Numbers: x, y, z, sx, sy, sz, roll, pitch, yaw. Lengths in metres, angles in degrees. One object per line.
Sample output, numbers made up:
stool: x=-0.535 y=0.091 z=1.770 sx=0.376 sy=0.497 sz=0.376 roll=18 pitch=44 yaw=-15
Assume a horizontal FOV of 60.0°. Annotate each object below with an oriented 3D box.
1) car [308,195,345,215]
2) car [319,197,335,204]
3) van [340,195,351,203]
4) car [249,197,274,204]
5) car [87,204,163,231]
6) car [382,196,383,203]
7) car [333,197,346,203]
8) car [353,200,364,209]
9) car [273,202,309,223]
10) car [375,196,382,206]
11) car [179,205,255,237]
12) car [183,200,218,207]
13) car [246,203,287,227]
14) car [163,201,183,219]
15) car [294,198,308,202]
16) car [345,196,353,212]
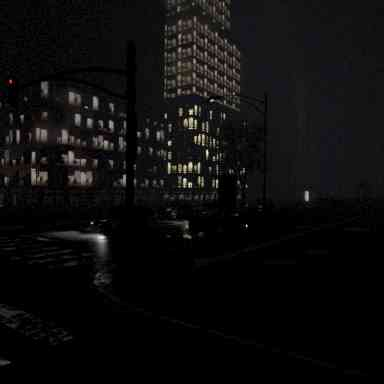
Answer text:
car: x=15.300 y=1.569 z=37.716 sx=2.192 sy=1.841 sz=5.009 roll=1 pitch=0 yaw=36
car: x=28.281 y=1.849 z=69.530 sx=1.947 sy=1.339 sz=4.313 roll=1 pitch=0 yaw=36
van: x=38.180 y=1.706 z=82.923 sx=1.690 sy=1.788 sz=3.998 roll=1 pitch=0 yaw=36
car: x=7.775 y=1.492 z=37.390 sx=2.097 sy=1.767 sz=4.553 roll=1 pitch=0 yaw=37
car: x=-4.306 y=1.549 z=21.066 sx=1.837 sy=1.490 sz=4.892 roll=1 pitch=0 yaw=36
car: x=41.622 y=1.784 z=73.480 sx=2.192 sy=1.841 sz=5.009 roll=1 pitch=0 yaw=36
car: x=34.778 y=1.862 z=78.322 sx=1.752 sy=1.417 sz=4.829 roll=1 pitch=0 yaw=36
car: x=25.126 y=1.773 z=51.158 sx=1.967 sy=1.590 sz=4.097 roll=1 pitch=0 yaw=36
car: x=8.062 y=1.779 z=27.850 sx=1.802 sy=1.307 sz=4.206 roll=1 pitch=0 yaw=36
car: x=35.123 y=1.940 z=64.688 sx=1.752 sy=1.417 sz=4.829 roll=1 pitch=0 yaw=36
car: x=1.548 y=1.696 z=19.034 sx=2.008 sy=1.369 sz=4.403 roll=1 pitch=0 yaw=36
car: x=1.690 y=1.569 z=29.175 sx=1.882 sy=1.535 sz=5.008 roll=1 pitch=0 yaw=36
car: x=4.806 y=1.737 z=23.443 sx=1.947 sy=1.339 sz=4.313 roll=1 pitch=0 yaw=36
car: x=-1.510 y=1.481 z=29.427 sx=1.967 sy=1.590 sz=4.097 roll=1 pitch=0 yaw=36
car: x=18.284 y=1.727 z=56.000 sx=1.752 sy=1.417 sz=4.829 roll=1 pitch=0 yaw=36
car: x=18.571 y=1.720 z=42.200 sx=1.967 sy=1.590 sz=4.097 roll=1 pitch=0 yaw=36
